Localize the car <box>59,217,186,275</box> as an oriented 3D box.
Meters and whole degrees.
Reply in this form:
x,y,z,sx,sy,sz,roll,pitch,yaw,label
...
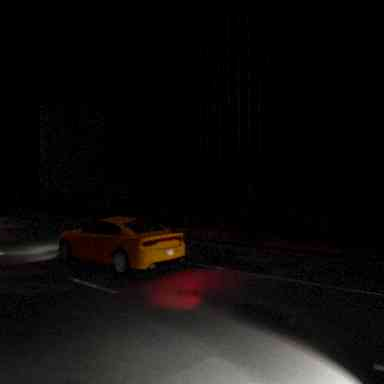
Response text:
x,y,z,sx,sy,sz,roll,pitch,yaw,label
-2.448,1.543,10.813,5.008,1.535,1.882,-1,0,41,car
